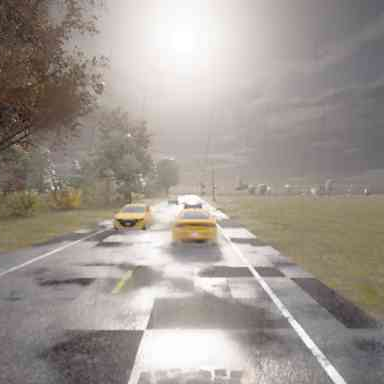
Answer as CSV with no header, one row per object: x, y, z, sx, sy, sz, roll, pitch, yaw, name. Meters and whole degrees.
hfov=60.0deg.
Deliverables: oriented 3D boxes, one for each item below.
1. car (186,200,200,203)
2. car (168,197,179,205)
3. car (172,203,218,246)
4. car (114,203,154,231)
0.106,1.545,33.089,2.128,1.511,4.902,0,0,0,car
-3.502,1.632,62.474,1.812,1.442,4.674,0,0,1,car
0.117,1.501,15.326,1.882,1.535,5.008,0,0,0,car
-3.590,1.511,21.139,1.882,1.535,5.008,0,0,0,car
